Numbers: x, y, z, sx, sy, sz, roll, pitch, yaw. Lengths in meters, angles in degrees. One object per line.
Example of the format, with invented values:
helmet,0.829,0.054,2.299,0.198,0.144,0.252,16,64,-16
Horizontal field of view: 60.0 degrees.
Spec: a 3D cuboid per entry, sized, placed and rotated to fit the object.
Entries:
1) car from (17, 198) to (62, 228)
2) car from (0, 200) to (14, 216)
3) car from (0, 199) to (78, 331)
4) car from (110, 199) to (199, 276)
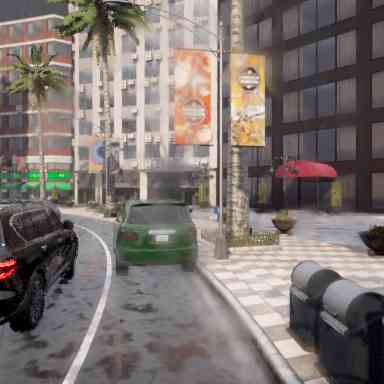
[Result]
car,-10.749,1.340,23.284,2.097,1.767,4.553,0,0,-35
car,-20.069,1.526,33.326,5.357,1.411,2.033,0,0,39
car,-3.841,1.220,6.807,2.150,2.045,5.566,0,0,-10
car,-1.387,1.217,10.697,2.150,2.045,5.566,0,0,-14
